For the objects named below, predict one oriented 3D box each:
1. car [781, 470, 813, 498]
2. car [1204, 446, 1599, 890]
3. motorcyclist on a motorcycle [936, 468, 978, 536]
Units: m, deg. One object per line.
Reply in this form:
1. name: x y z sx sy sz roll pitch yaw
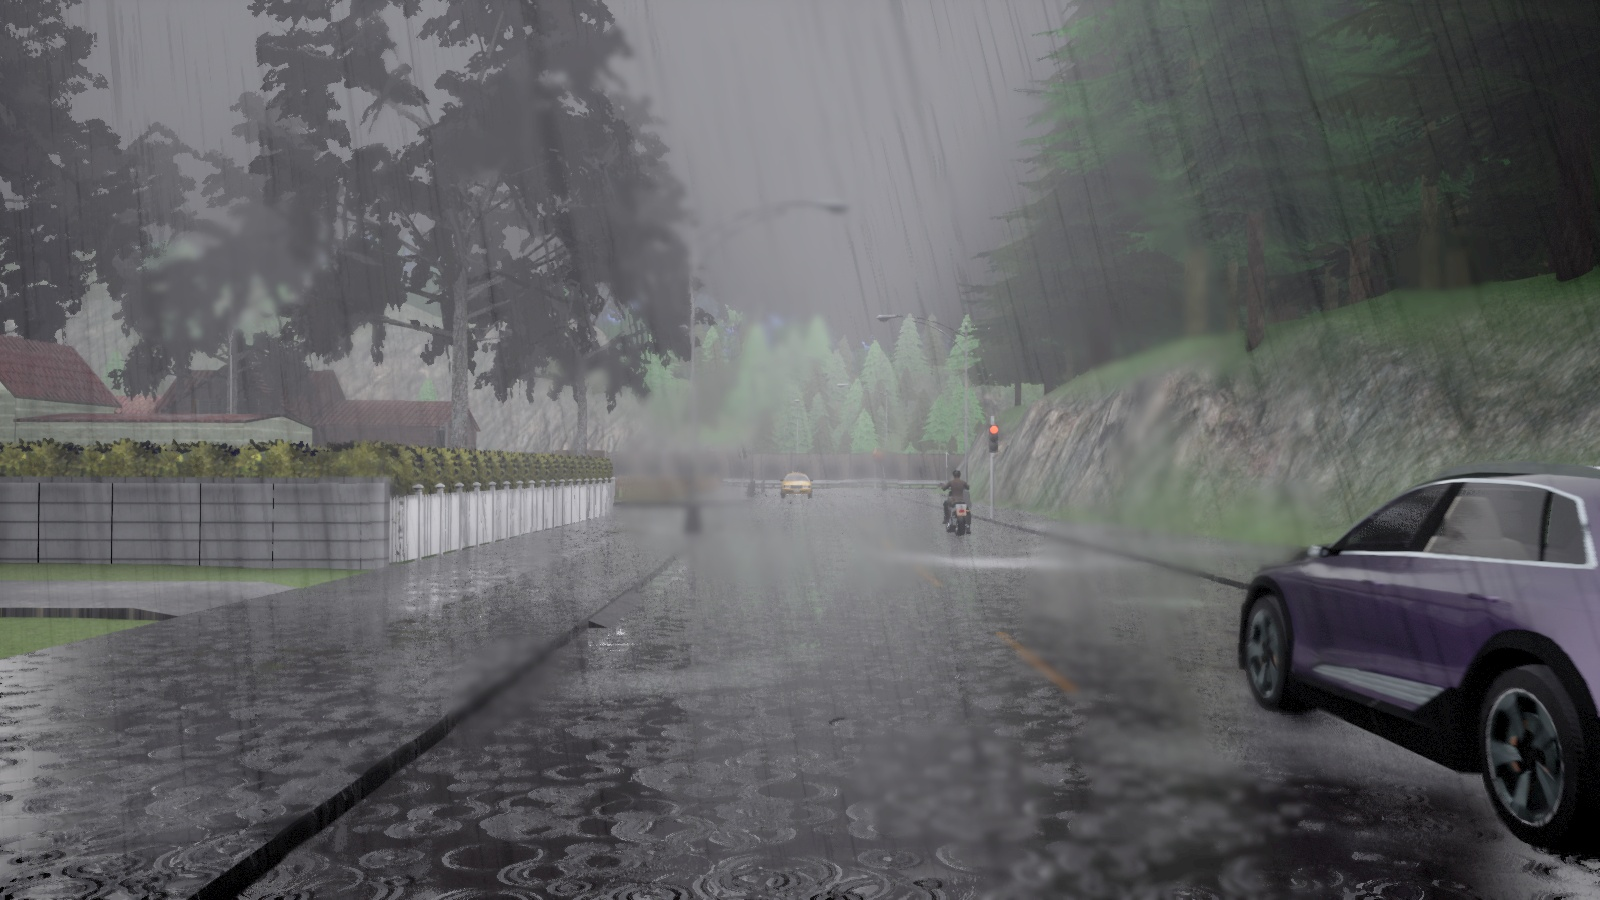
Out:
1. car: -0.184 1.989 73.693 1.801 1.575 5.366 0 -1 0
2. car: 3.983 0.842 6.754 2.033 1.649 4.856 0 -1 0
3. motorcyclist on a motorcycle: 3.921 1.277 31.522 0.766 1.649 2.350 0 -1 0
